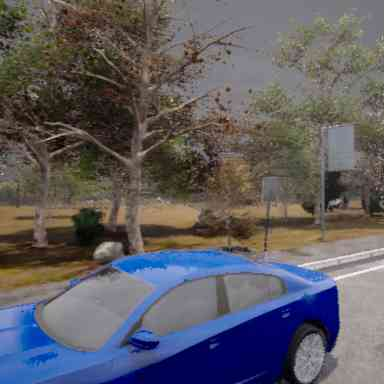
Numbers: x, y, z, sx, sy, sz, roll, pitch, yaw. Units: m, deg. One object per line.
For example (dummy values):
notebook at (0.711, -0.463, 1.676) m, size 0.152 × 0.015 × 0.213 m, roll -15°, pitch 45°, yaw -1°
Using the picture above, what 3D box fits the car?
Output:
car at (-0.358, 1.477, 3.740) m, size 5.008 × 1.535 × 1.882 m, roll 0°, pitch 0°, yaw -35°
